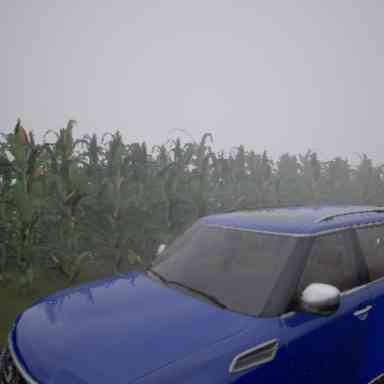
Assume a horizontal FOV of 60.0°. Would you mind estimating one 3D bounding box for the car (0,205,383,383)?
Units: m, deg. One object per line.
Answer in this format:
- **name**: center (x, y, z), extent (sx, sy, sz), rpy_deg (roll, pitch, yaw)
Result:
- **car**: center (0.943, 1.219, 3.747), extent (5.566, 2.045, 2.150), rpy_deg (0, 0, -36)
